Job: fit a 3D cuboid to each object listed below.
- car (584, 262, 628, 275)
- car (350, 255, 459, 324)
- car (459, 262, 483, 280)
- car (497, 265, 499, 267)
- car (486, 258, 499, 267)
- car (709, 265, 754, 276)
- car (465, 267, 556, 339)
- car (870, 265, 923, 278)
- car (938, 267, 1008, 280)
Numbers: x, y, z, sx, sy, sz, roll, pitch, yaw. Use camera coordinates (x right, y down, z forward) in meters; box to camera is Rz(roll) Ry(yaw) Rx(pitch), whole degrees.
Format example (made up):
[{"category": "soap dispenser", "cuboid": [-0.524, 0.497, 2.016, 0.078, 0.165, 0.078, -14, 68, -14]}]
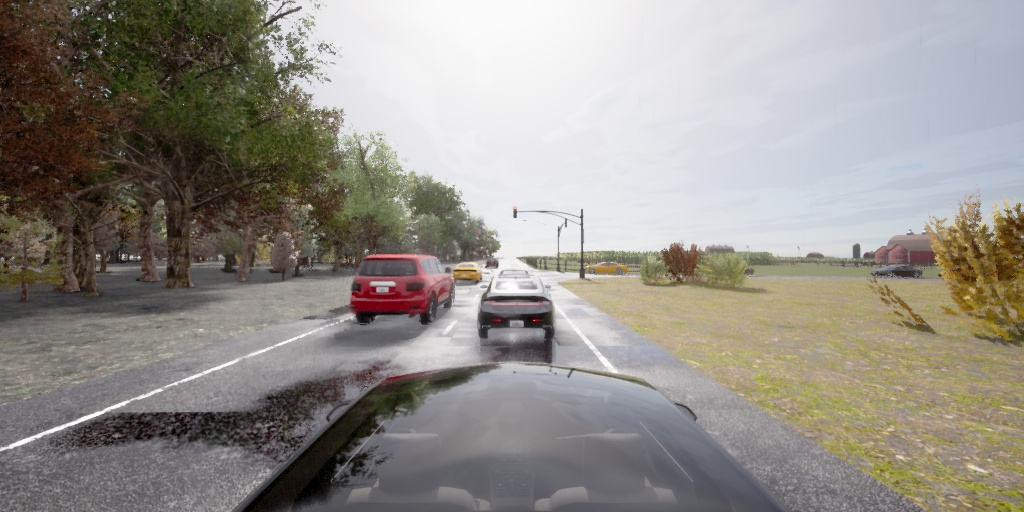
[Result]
[{"category": "car", "cuboid": [10.986, 1.412, 42.178, 5.008, 1.535, 1.882, 0, -1, 7]}, {"category": "car", "cuboid": [-3.390, 0.975, 12.098, 2.150, 2.045, 5.566, 0, 0, 0]}, {"category": "car", "cuboid": [-3.375, 1.233, 27.860, 1.882, 1.535, 5.008, 0, 0, 0]}, {"category": "car", "cuboid": [0.119, 1.355, 19.235, 1.895, 1.301, 4.718, 0, 0, 0]}, {"category": "car", "cuboid": [-3.339, 1.106, 62.494, 2.097, 1.767, 4.553, 0, 0, 0]}, {"category": "car", "cuboid": [25.230, 1.683, 41.626, 4.718, 1.301, 1.895, 1, -1, 0]}, {"category": "car", "cuboid": [0.110, 1.244, 10.113, 2.128, 1.511, 4.902, 0, 0, 0]}, {"category": "car", "cuboid": [44.410, 1.798, 41.495, 4.892, 1.490, 1.837, 1, -1, 1]}, {"category": "car", "cuboid": [48.625, 1.825, 37.888, 5.357, 1.411, 2.033, 1, -1, 1]}]
